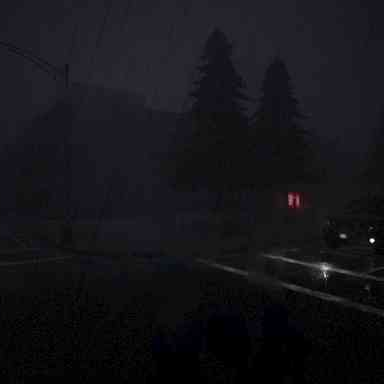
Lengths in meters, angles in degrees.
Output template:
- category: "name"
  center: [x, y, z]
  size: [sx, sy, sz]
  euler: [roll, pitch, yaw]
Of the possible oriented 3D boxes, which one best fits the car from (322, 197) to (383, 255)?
- category: "car"
  center: [7.713, 1.248, 13.737]
  size: [5.566, 2.045, 2.150]
  euler: [0, 0, -37]
